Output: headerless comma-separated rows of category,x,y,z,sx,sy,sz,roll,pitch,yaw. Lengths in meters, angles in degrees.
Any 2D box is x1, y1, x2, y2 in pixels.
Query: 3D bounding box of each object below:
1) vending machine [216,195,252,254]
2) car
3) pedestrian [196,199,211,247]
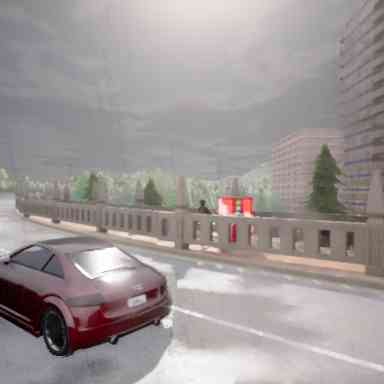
vending machine,1.625,1.180,12.738,0.880,2.100,1.100,1,0,41
car,-2.353,1.530,6.082,4.181,1.385,1.994,1,0,39
pedestrian,0.400,1.116,12.453,0.375,1.860,0.375,1,0,41
